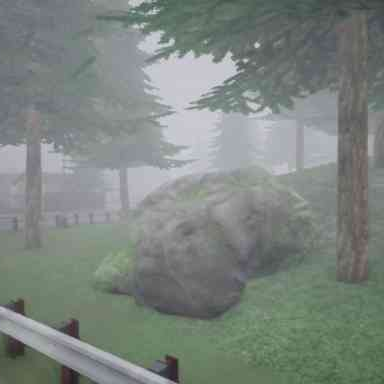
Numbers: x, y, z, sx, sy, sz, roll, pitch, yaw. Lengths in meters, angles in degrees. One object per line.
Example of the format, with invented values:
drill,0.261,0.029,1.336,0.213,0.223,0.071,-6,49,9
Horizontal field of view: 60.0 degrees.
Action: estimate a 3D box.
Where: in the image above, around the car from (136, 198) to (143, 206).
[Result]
car,-5.613,1.434,40.370,1.994,1.385,4.181,1,0,-7
